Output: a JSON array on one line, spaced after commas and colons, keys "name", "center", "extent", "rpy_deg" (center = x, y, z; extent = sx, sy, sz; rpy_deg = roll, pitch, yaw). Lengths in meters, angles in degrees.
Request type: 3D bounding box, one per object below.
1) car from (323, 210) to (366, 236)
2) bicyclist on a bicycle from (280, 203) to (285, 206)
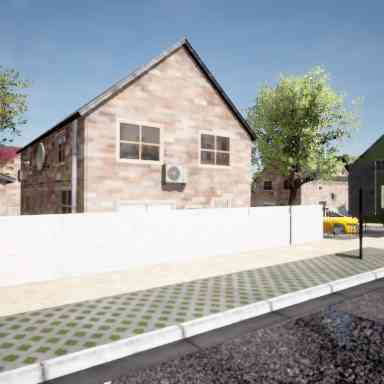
[{"name": "car", "center": [8.402, 1.892, 21.276], "extent": [1.882, 1.535, 5.008], "rpy_deg": [1, -3, -35]}, {"name": "bicyclist on a bicycle", "center": [8.542, 1.824, 31.235], "extent": [1.656, 1.620, 0.582], "rpy_deg": [-2, 1, -35]}]
